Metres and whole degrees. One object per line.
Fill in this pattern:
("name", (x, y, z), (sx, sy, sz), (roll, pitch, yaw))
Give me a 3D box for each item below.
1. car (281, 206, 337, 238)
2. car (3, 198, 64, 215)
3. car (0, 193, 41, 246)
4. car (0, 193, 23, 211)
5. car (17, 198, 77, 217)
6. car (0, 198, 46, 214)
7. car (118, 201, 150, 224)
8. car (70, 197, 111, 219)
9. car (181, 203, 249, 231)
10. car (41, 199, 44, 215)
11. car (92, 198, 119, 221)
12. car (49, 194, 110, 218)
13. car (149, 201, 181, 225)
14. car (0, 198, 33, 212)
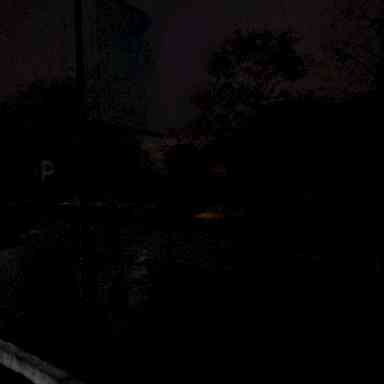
("car", (6.451, 1.507, 18.031), (2.163, 1.488, 4.792), (0, 0, 35))
("car", (-16.133, 1.423, 34.174), (1.946, 1.575, 5.366), (0, 0, 35))
("car", (-9.442, 1.210, 13.218), (2.435, 2.045, 5.566), (0, 0, 35))
("car", (-23.067, 1.127, 38.790), (2.435, 2.045, 5.566), (0, 0, 35))
("car", (-13.970, 1.435, 32.421), (2.097, 1.535, 5.008), (0, 0, 35))
("car", (-18.523, 1.446, 35.594), (2.163, 1.488, 4.792), (0, 0, 35))
("car", (-2.610, 1.461, 24.446), (2.231, 1.521, 4.892), (0, 0, 35))
("car", (-7.152, 1.451, 27.639), (2.097, 1.535, 5.008), (0, 0, 35))
("car", (1.819, 1.466, 21.096), (1.946, 1.575, 5.366), (0, 0, 35))
("car", (-11.698, 1.443, 30.823), (2.231, 1.521, 4.892), (0, 0, 35))
("car", (-4.881, 1.455, 26.042), (2.097, 1.535, 5.008), (0, 0, 35))
("car", (-9.442, 1.195, 29.208), (2.435, 2.045, 5.566), (0, 0, 35))
("car", (-0.327, 1.494, 22.868), (2.163, 1.488, 4.792), (0, 0, 35))
("car", (-20.766, 1.427, 37.242), (2.163, 1.488, 4.792), (0, 0, 35))
